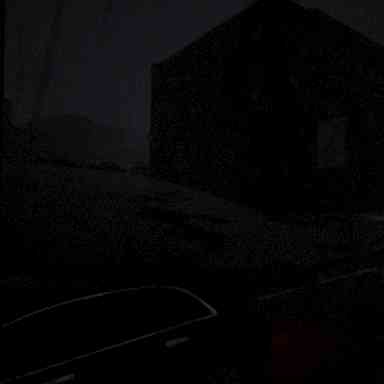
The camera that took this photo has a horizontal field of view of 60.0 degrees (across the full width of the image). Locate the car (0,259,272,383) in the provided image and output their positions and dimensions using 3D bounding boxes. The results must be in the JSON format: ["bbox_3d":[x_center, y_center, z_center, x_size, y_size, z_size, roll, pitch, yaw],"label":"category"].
[{"bbox_3d":[-1.378,1.506,3.010,4.892,1.490,1.837,0,0,-36],"label":"car"}]

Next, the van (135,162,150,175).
[{"bbox_3d":[-5.303,-2.467,39.903,1.878,1.987,4.442,0,-2,39],"label":"van"}]

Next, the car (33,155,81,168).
[{"bbox_3d":[-13.513,-2.651,34.573,2.128,1.511,4.902,0,-2,40],"label":"car"}]

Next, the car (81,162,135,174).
[{"bbox_3d":[-8.887,-2.453,35.499,2.002,1.452,4.674,0,-2,40],"label":"car"}]
